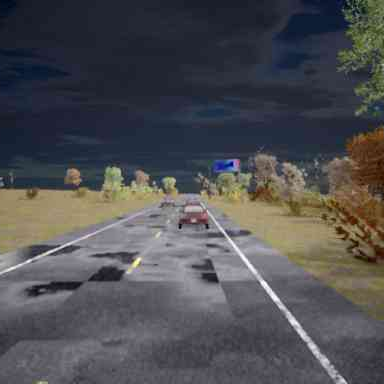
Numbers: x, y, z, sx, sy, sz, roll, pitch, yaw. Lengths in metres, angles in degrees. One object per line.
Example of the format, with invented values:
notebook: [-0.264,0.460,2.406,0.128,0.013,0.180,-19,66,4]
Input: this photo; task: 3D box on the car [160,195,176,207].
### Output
car: [-3.512,1.270,49.651,2.097,1.767,4.553,0,0,0]

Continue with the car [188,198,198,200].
car: [0.099,1.480,40.331,2.033,1.411,5.357,0,0,0]

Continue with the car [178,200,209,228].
car: [0.100,1.488,21.483,1.812,1.442,4.674,0,0,0]
